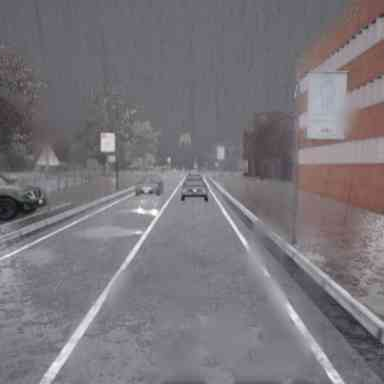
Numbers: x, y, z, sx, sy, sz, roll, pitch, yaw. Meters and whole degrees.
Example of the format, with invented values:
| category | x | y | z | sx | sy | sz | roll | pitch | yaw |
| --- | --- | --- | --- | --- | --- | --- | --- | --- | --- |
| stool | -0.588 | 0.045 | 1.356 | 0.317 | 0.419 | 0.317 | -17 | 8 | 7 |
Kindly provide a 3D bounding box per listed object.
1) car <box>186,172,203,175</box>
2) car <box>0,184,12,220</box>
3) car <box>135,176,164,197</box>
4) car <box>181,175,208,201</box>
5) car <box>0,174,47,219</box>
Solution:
| category | x | y | z | sx | sy | sz | roll | pitch | yaw |
| --- | --- | --- | --- | --- | --- | --- | --- | --- | --- |
| car | 0.310 | -1.799 | 41.328 | 2.128 | 1.511 | 4.902 | 0 | 5 | 1 |
| car | -9.527 | 0.607 | 12.031 | 4.674 | 1.452 | 2.002 | 0 | 5 | 0 |
| car | -3.256 | -0.524 | 26.236 | 2.128 | 1.511 | 4.902 | 0 | 5 | 0 |
| car | 0.177 | -0.241 | 23.666 | 2.033 | 1.411 | 5.357 | 0 | 5 | 0 |
| car | -9.519 | 0.078 | 14.821 | 5.566 | 2.045 | 2.435 | 0 | 5 | 0 |
